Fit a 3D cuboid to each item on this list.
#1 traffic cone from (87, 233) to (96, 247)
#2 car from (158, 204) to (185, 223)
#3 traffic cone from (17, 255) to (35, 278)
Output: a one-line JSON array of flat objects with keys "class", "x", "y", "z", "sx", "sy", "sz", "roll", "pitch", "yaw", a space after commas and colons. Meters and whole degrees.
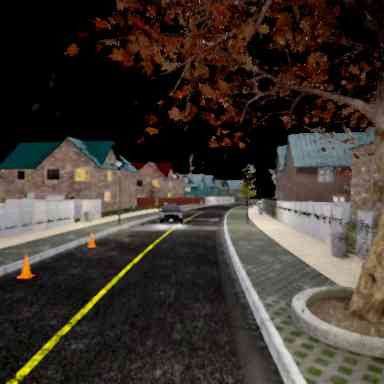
[{"class": "traffic cone", "x": -4.211, "y": 1.999, "z": 13.970, "sx": 0.340, "sy": 0.580, "sz": 0.340, "roll": 0, "pitch": 0, "yaw": 3}, {"class": "car", "x": -1.637, "y": 1.682, "z": 26.853, "sx": 2.033, "sy": 1.411, "sz": 5.357, "roll": 0, "pitch": 0, "yaw": -3}, {"class": "traffic cone", "x": -4.450, "y": 1.976, "z": 8.926, "sx": 0.340, "sy": 0.580, "sz": 0.340, "roll": 0, "pitch": 0, "yaw": 2}]
